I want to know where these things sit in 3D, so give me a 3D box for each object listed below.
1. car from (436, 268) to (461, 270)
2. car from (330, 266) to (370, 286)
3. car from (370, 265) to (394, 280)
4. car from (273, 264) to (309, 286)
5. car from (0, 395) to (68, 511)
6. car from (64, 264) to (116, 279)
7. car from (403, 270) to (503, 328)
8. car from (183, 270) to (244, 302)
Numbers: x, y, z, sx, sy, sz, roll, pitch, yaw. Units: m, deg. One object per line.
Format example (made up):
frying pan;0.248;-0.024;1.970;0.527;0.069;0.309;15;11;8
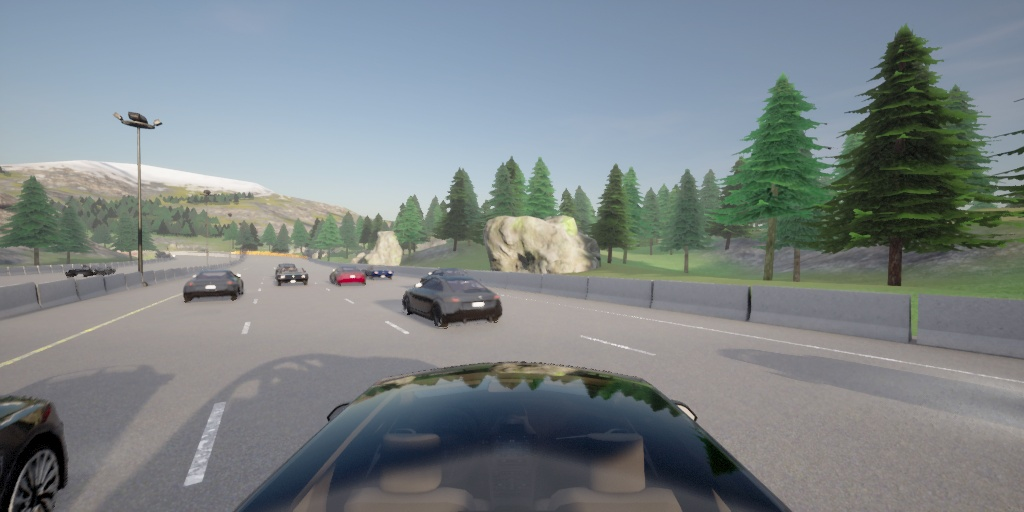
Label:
car;-3.661;1.358;20.277;1.994;1.385;4.181;0;0;-34
car;-12.376;1.430;26.957;1.994;1.385;4.181;0;-1;-34
car;-12.694;1.524;33.698;1.895;1.301;4.718;0;-1;-34
car;-16.339;1.480;26.579;1.895;1.301;4.718;0;-1;-34
car;-3.137;1.236;0.696;2.128;1.511;4.902;0;0;-34
car;-36.247;1.307;30.904;1.895;1.301;4.718;0;-1;-34
car;-2.057;1.322;11.628;1.994;1.385;4.181;0;0;-34
car;-14.561;1.369;17.663;1.994;1.385;4.181;0;0;-34
